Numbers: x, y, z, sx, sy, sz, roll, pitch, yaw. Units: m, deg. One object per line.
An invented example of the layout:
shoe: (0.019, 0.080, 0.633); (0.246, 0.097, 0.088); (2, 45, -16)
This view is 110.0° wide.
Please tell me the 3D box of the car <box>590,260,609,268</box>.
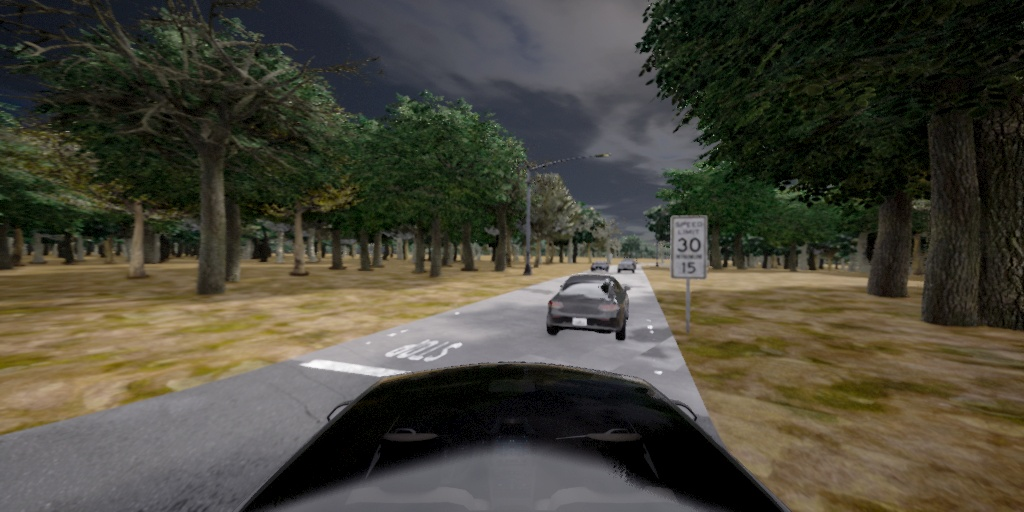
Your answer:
car: (10.869, 1.222, 44.079); (1.994, 1.385, 4.181); (0, 0, 19)

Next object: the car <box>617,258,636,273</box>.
car: (13.173, 1.215, 41.351); (2.033, 1.411, 5.357); (0, 0, 19)

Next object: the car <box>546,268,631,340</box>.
car: (2.193, 1.225, 9.824); (1.812, 1.442, 4.674); (0, 0, 19)
